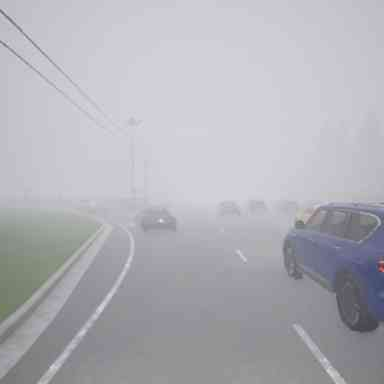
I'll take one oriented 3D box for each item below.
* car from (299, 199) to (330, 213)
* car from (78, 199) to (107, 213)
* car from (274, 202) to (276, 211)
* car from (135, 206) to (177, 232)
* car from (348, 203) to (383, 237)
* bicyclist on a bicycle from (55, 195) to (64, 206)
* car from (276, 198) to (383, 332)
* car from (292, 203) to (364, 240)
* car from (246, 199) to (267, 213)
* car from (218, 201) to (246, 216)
[{"bbox_3d":[14.095,1.560,38.429,1.994,1.385,4.181,0,0,0],"label":"car"},{"bbox_3d":[-10.884,1.520,36.365,1.812,1.442,4.674,0,0,-39],"label":"car"},{"bbox_3d":[10.596,1.501,37.342,1.837,1.490,4.892,0,0,0],"label":"car"},{"bbox_3d":[-2.289,1.558,20.226,1.994,1.385,4.181,0,0,-17],"label":"car"},{"bbox_3d":[10.599,1.476,18.085,1.882,1.535,5.008,0,0,0],"label":"car"},{"bbox_3d":[-19.917,1.293,50.043,0.582,1.620,1.656,0,0,33],"label":"bicyclist on a bicycle"},{"bbox_3d":[3.599,1.221,6.933,2.150,2.045,5.566,0,0,0],"label":"car"},{"bbox_3d":[7.099,1.474,18.051,1.882,1.535,5.008,0,0,0],"label":"car"},{"bbox_3d":[7.095,1.501,37.298,1.837,1.490,4.892,0,0,0],"label":"car"},{"bbox_3d":[3.596,1.543,32.447,2.033,1.411,5.357,0,0,0],"label":"car"}]
